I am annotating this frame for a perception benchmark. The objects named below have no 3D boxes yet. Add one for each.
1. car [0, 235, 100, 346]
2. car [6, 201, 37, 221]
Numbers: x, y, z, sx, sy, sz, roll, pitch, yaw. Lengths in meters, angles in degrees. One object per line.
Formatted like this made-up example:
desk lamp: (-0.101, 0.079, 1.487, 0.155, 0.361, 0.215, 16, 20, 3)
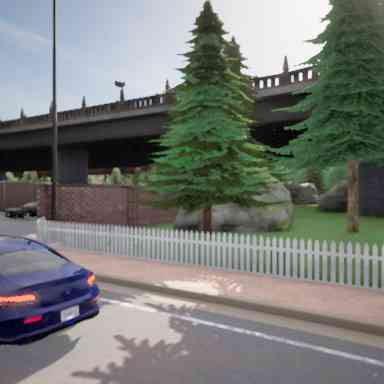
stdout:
car: (-3.644, 1.507, 5.817, 4.674, 1.442, 1.812, 0, 0, 32)
car: (-12.799, 1.455, 27.649, 1.882, 1.535, 5.008, 0, 0, 30)
